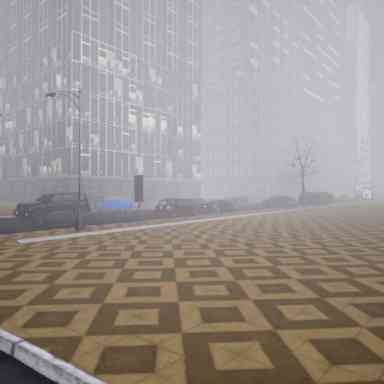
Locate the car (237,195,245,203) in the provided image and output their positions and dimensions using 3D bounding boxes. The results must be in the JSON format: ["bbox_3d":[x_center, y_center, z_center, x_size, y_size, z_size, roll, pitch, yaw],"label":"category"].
[{"bbox_3d":[4.448,1.251,42.703,1.895,1.301,4.718,0,1,41],"label":"car"}]

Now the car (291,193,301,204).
[{"bbox_3d":[13.435,1.129,48.357,2.033,1.411,5.357,0,1,41],"label":"car"}]

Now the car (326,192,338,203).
[{"bbox_3d":[20.964,0.838,53.124,2.192,1.841,5.009,1,1,41],"label":"car"}]

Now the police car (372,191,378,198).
[{"bbox_3d":[43.132,0.671,79.562,1.930,1.638,5.238,0,1,41],"label":"police car"}]

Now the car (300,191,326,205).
[{"bbox_3d":[17.268,0.884,48.800,2.192,1.841,5.009,1,1,41],"label":"car"}]

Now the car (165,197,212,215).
[{"bbox_3d":[-0.249,1.256,32.329,1.837,1.490,4.892,0,1,41],"label":"car"}]

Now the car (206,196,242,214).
[{"bbox_3d":[2.530,1.319,31.467,1.947,1.339,4.313,1,1,41],"label":"car"}]

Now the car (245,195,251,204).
[{"bbox_3d":[7.211,1.146,49.941,1.947,1.339,4.313,1,1,41],"label":"car"}]

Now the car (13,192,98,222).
[{"bbox_3d":[-10.433,1.053,25.326,2.150,2.045,5.566,0,1,41],"label":"car"}]

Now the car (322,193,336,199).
[{"bbox_3d":[33.091,0.827,80.208,1.947,1.339,4.313,1,1,41],"label":"car"}]

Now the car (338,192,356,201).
[{"bbox_3d":[28.468,0.956,61.904,1.752,1.417,4.829,1,1,41],"label":"car"}]

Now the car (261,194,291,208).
[{"bbox_3d":[9.873,1.243,40.157,1.802,1.307,4.206,1,1,41],"label":"car"}]

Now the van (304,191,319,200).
[{"bbox_3d":[25.698,0.693,71.557,1.690,1.788,3.998,1,1,41],"label":"van"}]

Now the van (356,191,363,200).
[{"bbox_3d":[35.752,0.682,70.420,1.690,1.788,3.998,1,1,41],"label":"van"}]

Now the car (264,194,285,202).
[{"bbox_3d":[14.606,1.055,58.589,1.947,1.339,4.313,1,1,41],"label":"car"}]

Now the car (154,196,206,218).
[{"bbox_3d":[-1.124,1.239,27.106,1.967,1.590,4.097,1,1,41],"label":"car"}]

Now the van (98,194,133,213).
[{"bbox_3d":[-7.665,1.105,32.723,1.690,1.788,3.998,1,1,41],"label":"van"}]

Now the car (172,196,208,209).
[{"bbox_3d":[-0.188,1.217,41.300,1.887,1.381,4.507,1,1,41],"label":"car"}]
